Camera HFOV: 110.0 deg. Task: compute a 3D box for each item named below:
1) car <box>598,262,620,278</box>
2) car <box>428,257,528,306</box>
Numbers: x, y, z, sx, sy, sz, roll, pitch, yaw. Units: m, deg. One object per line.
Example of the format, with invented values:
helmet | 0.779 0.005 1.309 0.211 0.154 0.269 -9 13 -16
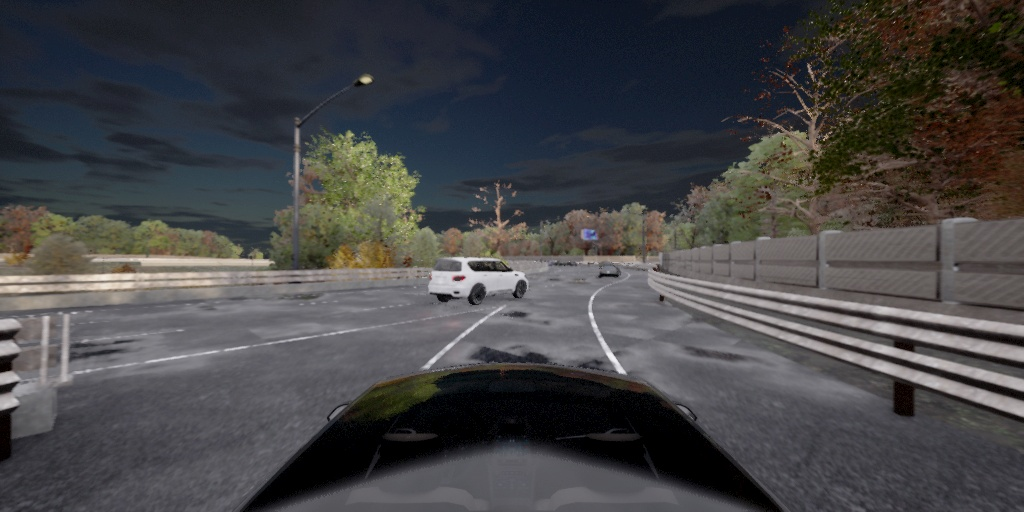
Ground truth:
car | 11.125 1.719 40.670 1.994 1.385 4.181 0 -1 21
car | -1.420 1.096 16.913 2.150 2.045 5.566 0 -1 35
